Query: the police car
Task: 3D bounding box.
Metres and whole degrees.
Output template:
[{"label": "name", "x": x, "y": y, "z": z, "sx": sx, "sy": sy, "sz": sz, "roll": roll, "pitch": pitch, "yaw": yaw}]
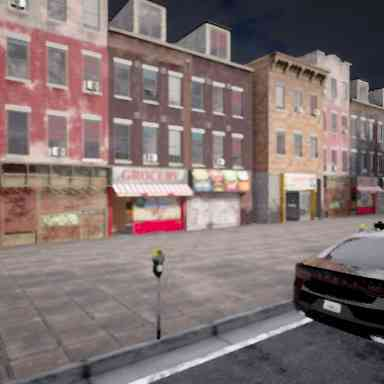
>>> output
[{"label": "police car", "x": 4.071, "y": 1.386, "z": 6.173, "sx": 5.238, "sy": 1.638, "sz": 1.930, "roll": 0, "pitch": 0, "yaw": -36}]
